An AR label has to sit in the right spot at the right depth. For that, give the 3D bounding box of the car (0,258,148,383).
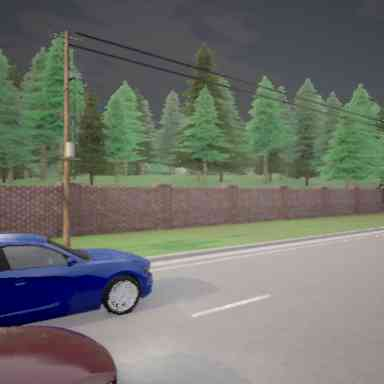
[{"bbox_3d":[-2.707,1.527,1.834,4.674,1.442,1.812,0,0,-36],"label":"car"}]

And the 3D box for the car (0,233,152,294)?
[{"bbox_3d":[-3.093,1.477,5.840,5.008,1.535,1.882,0,0,-35],"label":"car"}]
